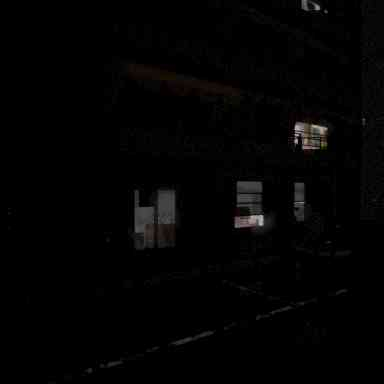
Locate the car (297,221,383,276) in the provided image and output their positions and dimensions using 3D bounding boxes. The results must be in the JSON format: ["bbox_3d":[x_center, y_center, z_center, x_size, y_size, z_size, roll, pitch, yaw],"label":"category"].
[{"bbox_3d":[5.055,1.582,10.245,4.206,1.307,1.802,0,0,-36],"label":"car"}]
